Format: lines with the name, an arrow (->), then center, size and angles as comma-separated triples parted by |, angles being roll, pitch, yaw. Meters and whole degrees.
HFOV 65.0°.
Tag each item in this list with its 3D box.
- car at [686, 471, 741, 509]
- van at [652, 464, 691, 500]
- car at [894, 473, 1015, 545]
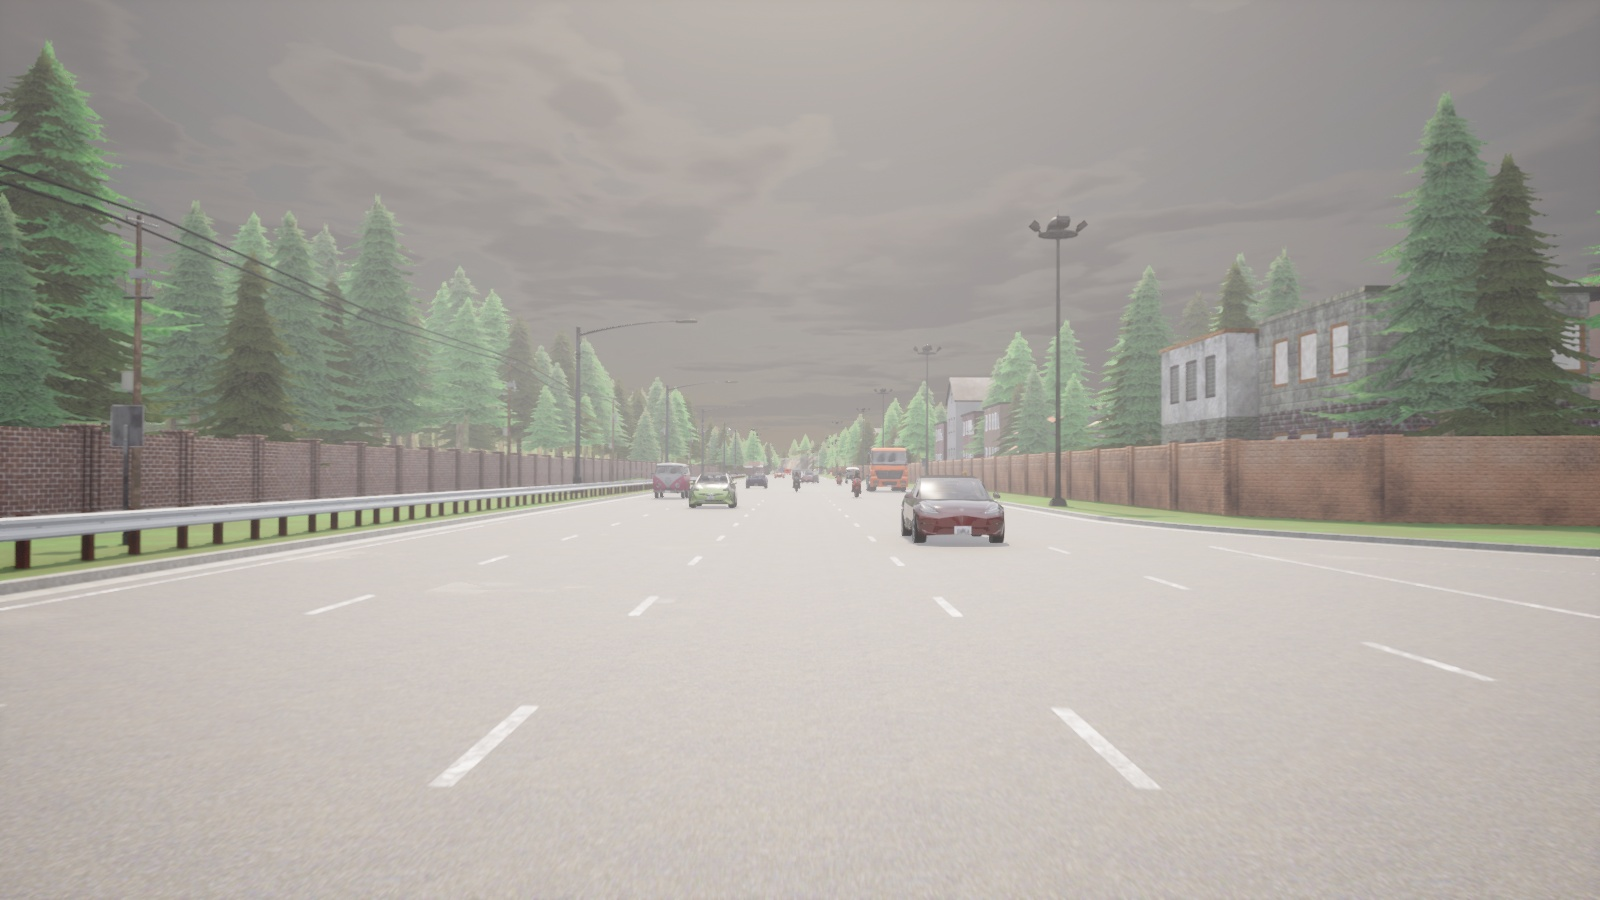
car -> -3.633, 1.670, 53.403 | 2.007, 1.525, 4.514 | 0, -1, 0
van -> -7.176, 1.777, 70.549 | 1.775, 1.987, 4.442 | 0, -1, 0
car -> 3.428, 1.282, 28.775 | 2.163, 1.488, 4.792 | 0, -1, 0
